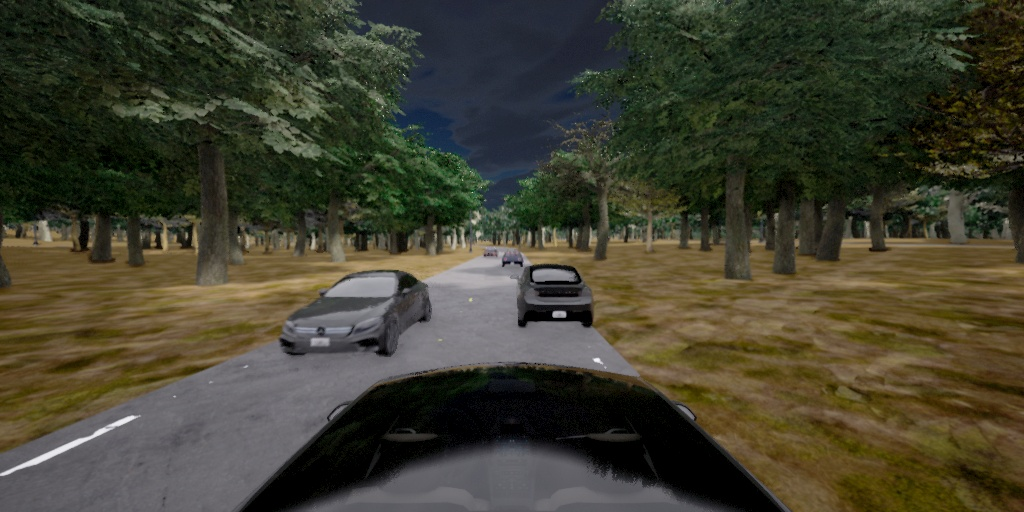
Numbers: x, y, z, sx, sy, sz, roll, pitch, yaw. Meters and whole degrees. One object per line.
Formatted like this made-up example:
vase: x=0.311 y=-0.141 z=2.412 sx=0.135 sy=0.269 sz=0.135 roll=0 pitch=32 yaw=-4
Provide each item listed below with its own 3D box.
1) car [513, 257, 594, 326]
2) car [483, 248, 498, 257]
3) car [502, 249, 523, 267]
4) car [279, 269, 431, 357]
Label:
car: x=1.052 y=0.965 z=10.327 sx=1.837 sy=1.490 sz=4.892 roll=0 pitch=2 yaw=0
car: x=-3.051 y=-0.513 z=51.761 sx=1.994 sy=1.385 sz=4.181 roll=0 pitch=2 yaw=0
car: x=0.056 y=0.251 z=32.924 sx=1.895 sy=1.301 sz=4.718 roll=0 pitch=2 yaw=1
car: x=-3.096 y=1.060 z=8.111 sx=1.812 sy=1.442 sz=4.674 roll=0 pitch=2 yaw=0
